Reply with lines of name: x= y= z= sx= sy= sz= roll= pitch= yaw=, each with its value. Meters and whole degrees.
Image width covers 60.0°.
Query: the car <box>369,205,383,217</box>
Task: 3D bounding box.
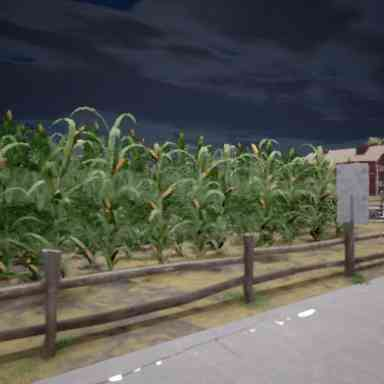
car: x=13.237 y=1.352 z=27.733 sx=1.837 sy=1.490 sz=4.892 roll=-2 pitch=2 yaw=-34
